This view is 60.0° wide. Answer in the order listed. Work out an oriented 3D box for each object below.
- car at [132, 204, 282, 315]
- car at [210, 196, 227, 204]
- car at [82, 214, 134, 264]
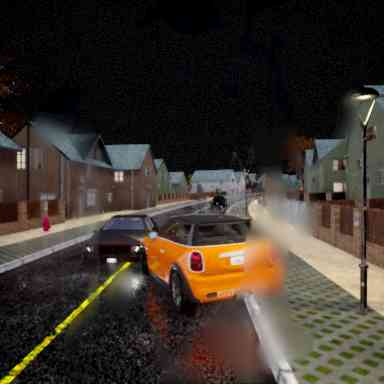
[{"bbox_3d":[0.114,1.306,7.969,2.097,1.767,4.553,-2,-1,-20],"label":"car"},{"bbox_3d":[3.593,1.271,43.980,1.812,1.442,4.674,0,1,11],"label":"car"},{"bbox_3d":[-2.260,1.527,12.006,2.033,1.411,5.357,0,0,0],"label":"car"}]
